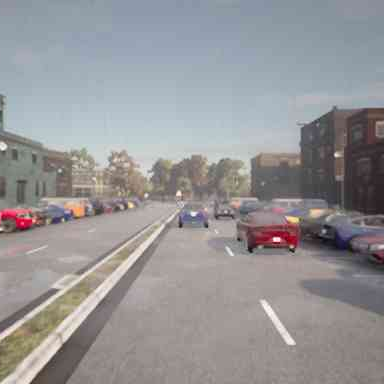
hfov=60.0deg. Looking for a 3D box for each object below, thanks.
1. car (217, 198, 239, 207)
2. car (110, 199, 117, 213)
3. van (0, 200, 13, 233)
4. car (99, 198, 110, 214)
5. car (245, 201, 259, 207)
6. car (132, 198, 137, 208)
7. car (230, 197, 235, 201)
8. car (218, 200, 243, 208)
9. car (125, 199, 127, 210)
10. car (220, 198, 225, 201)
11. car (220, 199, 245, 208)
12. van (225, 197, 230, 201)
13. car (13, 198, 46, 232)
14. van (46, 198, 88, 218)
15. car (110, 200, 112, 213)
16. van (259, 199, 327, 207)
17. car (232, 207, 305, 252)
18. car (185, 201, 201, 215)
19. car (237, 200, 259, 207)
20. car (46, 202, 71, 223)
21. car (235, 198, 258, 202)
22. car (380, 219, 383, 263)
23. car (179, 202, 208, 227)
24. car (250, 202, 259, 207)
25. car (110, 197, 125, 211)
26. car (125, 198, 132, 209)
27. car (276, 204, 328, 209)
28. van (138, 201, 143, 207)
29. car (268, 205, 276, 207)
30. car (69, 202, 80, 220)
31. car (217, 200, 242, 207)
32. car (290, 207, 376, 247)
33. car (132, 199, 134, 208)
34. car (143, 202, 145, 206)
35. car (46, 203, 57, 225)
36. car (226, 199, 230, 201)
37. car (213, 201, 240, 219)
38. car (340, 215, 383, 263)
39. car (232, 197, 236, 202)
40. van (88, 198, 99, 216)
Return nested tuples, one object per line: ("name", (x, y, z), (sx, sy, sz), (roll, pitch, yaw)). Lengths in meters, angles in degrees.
("car", (7.634, 2.276, 71.354), (4.553, 1.767, 2.185), (0, -1, 0))
("car", (-12.517, 2.022, 42.684), (4.674, 1.452, 2.002), (0, -1, 0))
("van", (-12.433, 1.418, 17.743), (4.442, 1.987, 1.878), (0, -1, 0))
("car", (-12.555, 1.649, 37.196), (5.566, 2.045, 2.435), (0, -1, 0))
("car", (7.644, 1.808, 29.989), (4.892, 1.521, 2.231), (0, -1, 0))
("car", (-12.499, 2.205, 56.518), (5.008, 1.535, 2.097), (0, -1, 0))
("car", (7.687, 1.874, 43.776), (4.553, 1.767, 2.185), (0, -1, 0))
("car", (7.661, 2.373, 65.834), (4.674, 1.452, 2.002), (0, -1, 0))
("car", (-12.699, 2.068, 48.307), (5.366, 1.575, 1.946), (0, -1, 0))
("car", (7.473, 2.124, 52.045), (5.366, 1.575, 1.946), (0, -1, 0))
("car", (7.631, 2.170, 63.079), (4.553, 1.767, 2.185), (0, -1, 0))
("van", (7.541, 1.858, 49.291), (4.442, 1.987, 1.878), (0, -1, 0))
("car", (-12.518, 1.425, 20.521), (5.566, 2.045, 2.435), (0, -1, 0))
("van", (-12.650, 1.595, 31.638), (4.442, 1.987, 1.878), (0, -1, 0))
("car", (-12.521, 1.981, 39.970), (4.674, 1.452, 2.002), (0, -1, 0))
("van", (7.531, 1.510, 24.356), (4.442, 1.987, 1.878), (0, -1, 0))
("car", (3.117, 1.622, 14.674), (1.882, 1.535, 5.008), (0, -1, 0))
("car", (0.115, 1.971, 41.915), (1.882, 1.535, 5.008), (0, -1, 0))
("car", (7.646, 1.882, 35.503), (4.892, 1.521, 2.231), (0, -1, 0))
("car", (-12.510, 1.776, 26.076), (4.792, 1.488, 2.163), (0, -1, 0))
("car", (7.622, 1.793, 38.261), (4.553, 1.767, 2.185), (0, -1, 0))
("car", (7.648, 1.554, 7.934), (5.008, 1.535, 2.097), (0, -1, 0))
("car", (0.108, 1.620, 25.270), (2.097, 1.767, 4.553), (0, -1, 0))
("car", (7.643, 1.772, 27.234), (4.892, 1.521, 2.231), (0, -1, 0))
("car", (-12.489, 1.774, 45.406), (5.566, 2.045, 2.435), (0, -1, 0))
("car", (-12.540, 1.865, 51.091), (5.566, 2.045, 2.435), (0, -1, 0))
("car", (7.832, 1.669, 18.962), (5.366, 1.575, 1.946), (0, -1, 0))
("van", (-12.378, 2.109, 64.861), (4.442, 1.987, 1.878), (0, -1, 0))
("car", (7.645, 1.744, 21.719), (4.674, 1.452, 2.002), (0, -1, 0))
("car", (-12.534, 1.821, 28.730), (4.674, 1.452, 2.002), (0, -1, 0))
("car", (7.670, 2.369, 68.590), (5.008, 1.535, 2.097), (0, -1, 0))
("car", (7.639, 1.642, 16.206), (4.892, 1.521, 2.231), (0, -1, 0))
("car", (-12.514, 2.163, 53.864), (4.892, 1.521, 2.231), (0, -1, 0))
("car", (-12.523, 2.246, 67.767), (4.553, 1.767, 2.185), (0, -1, 0))
("car", (-12.536, 1.712, 23.298), (4.892, 1.521, 2.231), (0, -1, 0))
("car", (7.662, 2.041, 46.531), (5.008, 1.535, 2.097), (0, -1, 0))
("car", (3.118, 1.916, 33.091), (2.033, 1.411, 5.357), (0, -1, 0))
("car", (7.646, 1.622, 10.691), (4.674, 1.452, 2.002), (0, -1, 0))
("car", (7.686, 1.833, 41.019), (4.553, 1.767, 2.185), (0, -1, 0))
("van", (-12.413, 1.633, 34.415), (4.442, 1.987, 1.878), (0, -1, 0))
